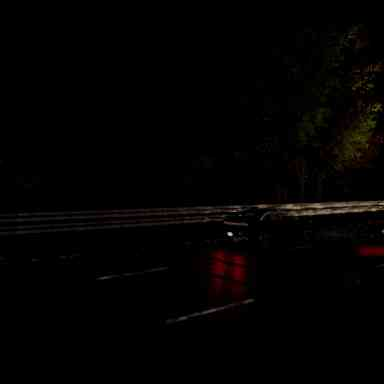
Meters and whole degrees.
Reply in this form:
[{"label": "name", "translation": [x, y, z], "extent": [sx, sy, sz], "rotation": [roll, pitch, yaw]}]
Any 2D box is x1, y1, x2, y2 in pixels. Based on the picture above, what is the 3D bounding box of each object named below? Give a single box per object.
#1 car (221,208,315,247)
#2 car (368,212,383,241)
[{"label": "car", "translation": [3.511, 1.477, 14.847], "extent": [4.902, 1.511, 2.128], "rotation": [0, 0, -35]}, {"label": "car", "translation": [10.004, 1.456, 15.179], "extent": [5.008, 1.535, 1.882], "rotation": [0, 0, -35]}]
